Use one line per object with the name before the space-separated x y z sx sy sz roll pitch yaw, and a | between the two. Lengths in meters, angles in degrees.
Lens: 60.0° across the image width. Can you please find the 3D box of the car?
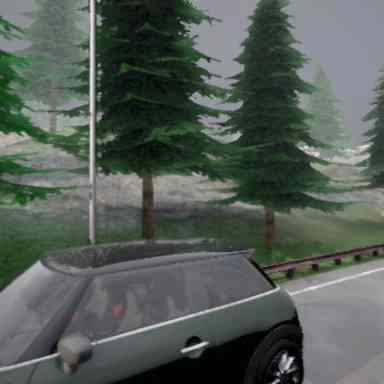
car | -0.986 1.353 3.267 4.553 1.767 2.097 0 0 -35
